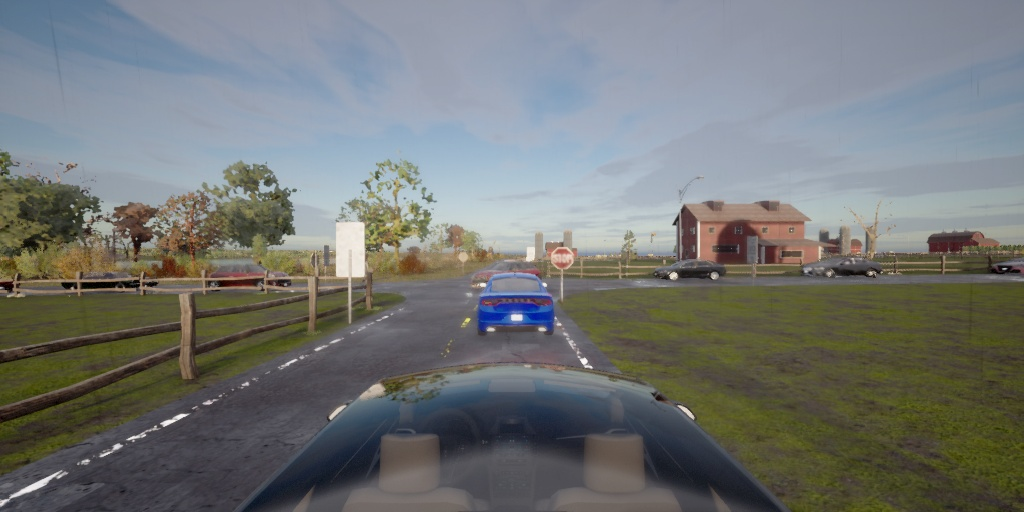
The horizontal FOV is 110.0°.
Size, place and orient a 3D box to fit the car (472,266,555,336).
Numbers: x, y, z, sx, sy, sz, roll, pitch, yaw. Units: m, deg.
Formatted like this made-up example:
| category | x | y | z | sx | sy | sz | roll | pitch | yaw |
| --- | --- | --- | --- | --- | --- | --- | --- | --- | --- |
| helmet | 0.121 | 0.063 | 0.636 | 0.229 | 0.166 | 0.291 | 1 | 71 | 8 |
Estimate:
| category | x | y | z | sx | sy | sz | roll | pitch | yaw |
| --- | --- | --- | --- | --- | --- | --- | --- | --- | --- |
| car | 0.062 | 1.226 | 10.486 | 1.882 | 1.535 | 5.008 | 0 | 0 | -1 |

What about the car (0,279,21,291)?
| category | x | y | z | sx | sy | sz | roll | pitch | yaw |
| --- | --- | --- | --- | --- | --- | --- | --- | --- | --- |
| car | -36.262 | 1.838 | 24.150 | 4.718 | 1.301 | 1.895 | -1 | 0 | 6 |

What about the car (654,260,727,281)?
| category | x | y | z | sx | sy | sz | roll | pitch | yaw |
| --- | --- | --- | --- | --- | --- | --- | --- | --- | --- |
| car | 12.982 | 1.032 | 26.288 | 4.892 | 1.490 | 1.837 | -2 | 0 | 2 |

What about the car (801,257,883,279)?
| category | x | y | z | sx | sy | sz | roll | pitch | yaw |
| --- | --- | --- | --- | --- | --- | --- | --- | --- | --- |
| car | 23.980 | 0.861 | 26.166 | 4.902 | 1.511 | 2.128 | -1 | 0 | 0 |

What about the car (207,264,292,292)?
| category | x | y | z | sx | sy | sz | roll | pitch | yaw |
| --- | --- | --- | --- | --- | --- | --- | --- | --- | --- |
| car | -17.098 | 1.330 | 23.533 | 4.553 | 1.767 | 2.097 | -1 | 0 | 1 |

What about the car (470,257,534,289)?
| category | x | y | z | sx | sy | sz | roll | pitch | yaw |
| --- | --- | --- | --- | --- | --- | --- | --- | --- | --- |
| car | -0.317 | 1.099 | 21.190 | 2.097 | 1.767 | 4.553 | -1 | 0 | 43 |

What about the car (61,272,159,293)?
| category | x | y | z | sx | sy | sz | roll | pitch | yaw |
| --- | --- | --- | --- | --- | --- | --- | --- | --- | --- |
| car | -26.380 | 1.706 | 23.675 | 4.718 | 1.301 | 1.895 | -1 | 0 | 1 |

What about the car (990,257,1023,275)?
| category | x | y | z | sx | sy | sz | roll | pitch | yaw |
| --- | --- | --- | --- | --- | --- | --- | --- | --- | --- |
| car | 37.830 | 0.725 | 26.038 | 4.181 | 1.385 | 1.994 | -1 | 0 | 2 |

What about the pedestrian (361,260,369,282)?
| category | x | y | z | sx | sy | sz | roll | pitch | yaw |
| --- | --- | --- | --- | --- | --- | --- | --- | --- | --- |
| pedestrian | -12.175 | 1.162 | 29.453 | 0.375 | 1.860 | 0.375 | 0 | 1 | 0 |
